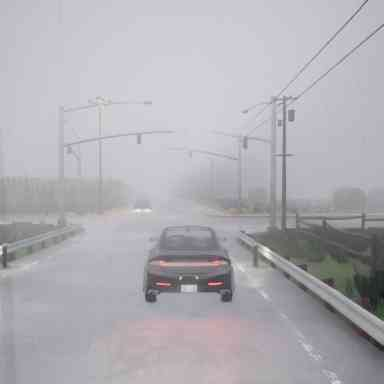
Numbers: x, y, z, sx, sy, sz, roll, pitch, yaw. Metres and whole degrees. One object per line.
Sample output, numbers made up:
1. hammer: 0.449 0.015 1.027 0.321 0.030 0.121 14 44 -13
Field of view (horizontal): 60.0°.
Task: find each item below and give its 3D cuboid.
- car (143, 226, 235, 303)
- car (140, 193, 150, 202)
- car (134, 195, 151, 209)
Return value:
1. car: -0.095 1.614 8.487 2.128 1.511 4.902 0 -2 -1
2. car: -8.731 1.076 62.122 1.837 1.490 4.892 0 1 -7
3. car: -6.345 1.473 43.033 1.994 1.385 4.181 0 1 -7
